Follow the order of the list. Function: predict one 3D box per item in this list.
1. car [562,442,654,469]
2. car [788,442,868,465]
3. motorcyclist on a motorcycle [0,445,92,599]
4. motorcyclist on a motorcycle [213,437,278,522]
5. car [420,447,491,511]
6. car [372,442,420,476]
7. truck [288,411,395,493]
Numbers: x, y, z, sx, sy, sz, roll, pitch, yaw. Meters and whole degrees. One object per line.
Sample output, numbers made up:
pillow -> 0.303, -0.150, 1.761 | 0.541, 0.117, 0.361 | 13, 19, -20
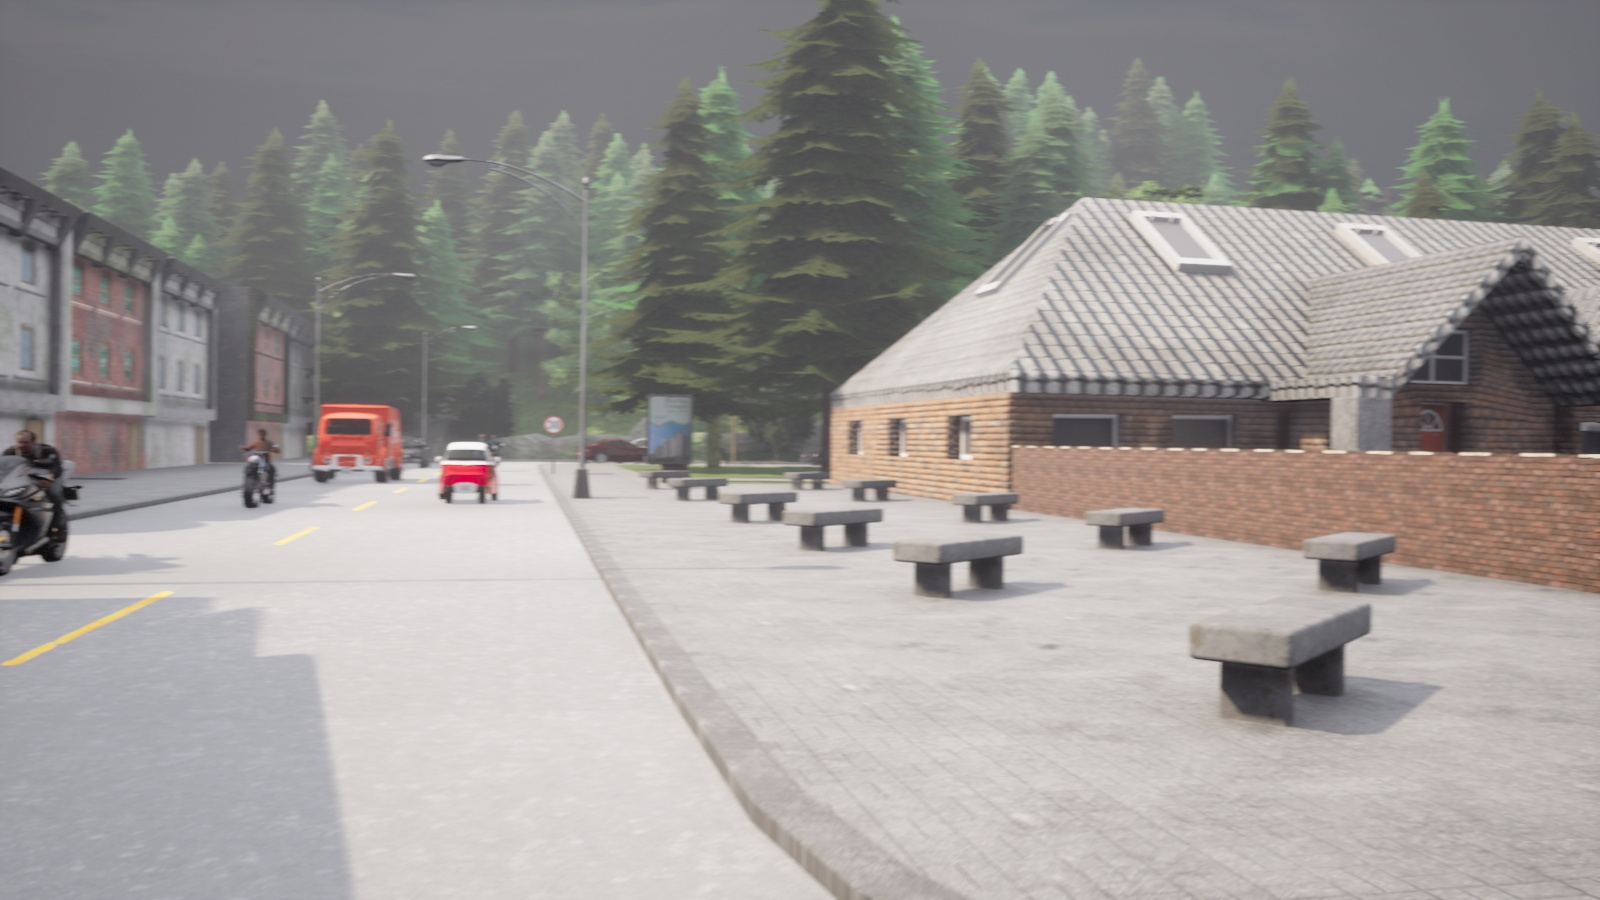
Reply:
car -> -11.338, 0.285, 74.164 | 5.008, 1.535, 1.882 | 0, 0, -32
car -> 1.799, 0.228, 81.674 | 4.892, 1.490, 1.837 | 0, 0, -13
motorcyclist on a motorcycle -> -8.418, 0.711, 13.448 | 0.866, 1.530, 2.191 | 0, 0, -13
motorcyclist on a motorcycle -> -11.215, 0.559, 25.477 | 0.766, 1.649, 2.350 | 0, 1, -13
car -> -7.895, 0.633, 28.880 | 1.481, 1.376, 2.207 | 0, 1, -13
car -> -18.984, 0.400, 59.126 | 1.789, 1.549, 3.705 | 0, 0, -13
truck -> -14.728, 0.038, 40.695 | 2.627, 2.467, 5.204 | 0, 0, -13
